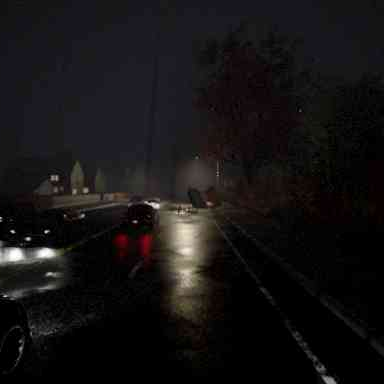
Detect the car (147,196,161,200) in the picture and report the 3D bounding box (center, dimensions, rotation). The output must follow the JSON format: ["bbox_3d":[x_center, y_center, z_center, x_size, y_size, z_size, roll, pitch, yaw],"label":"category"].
[{"bbox_3d":[-6.525,1.391,56.873,1.895,1.301,4.718,0,0,1],"label":"car"}]

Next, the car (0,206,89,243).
[{"bbox_3d":[-6.591,1.496,16.041,2.033,1.411,5.357,0,0,0],"label":"car"}]

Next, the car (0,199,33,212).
[{"bbox_3d":[-9.839,1.296,17.431,2.097,1.767,4.553,0,0,0],"label":"car"}]

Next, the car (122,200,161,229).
[{"bbox_3d":[-3.136,1.457,20.687,1.812,1.442,4.674,0,0,0],"label":"car"}]

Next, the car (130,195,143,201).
[{"bbox_3d":[-9.757,1.307,58.722,1.812,1.442,4.674,0,0,1],"label":"car"}]

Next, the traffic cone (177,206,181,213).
[{"bbox_3d":[-1.361,1.838,33.904,0.340,0.580,0.340,0,0,0],"label":"traffic cone"}]

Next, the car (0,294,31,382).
[{"bbox_3d":[-3.148,1.556,2.766,1.994,1.385,4.181,0,0,0],"label":"car"}]

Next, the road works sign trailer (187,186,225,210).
[{"bbox_3d":[0.971,0.854,34.840,2.880,2.380,3.560,-37,-26,32],"label":"road works sign trailer"}]
